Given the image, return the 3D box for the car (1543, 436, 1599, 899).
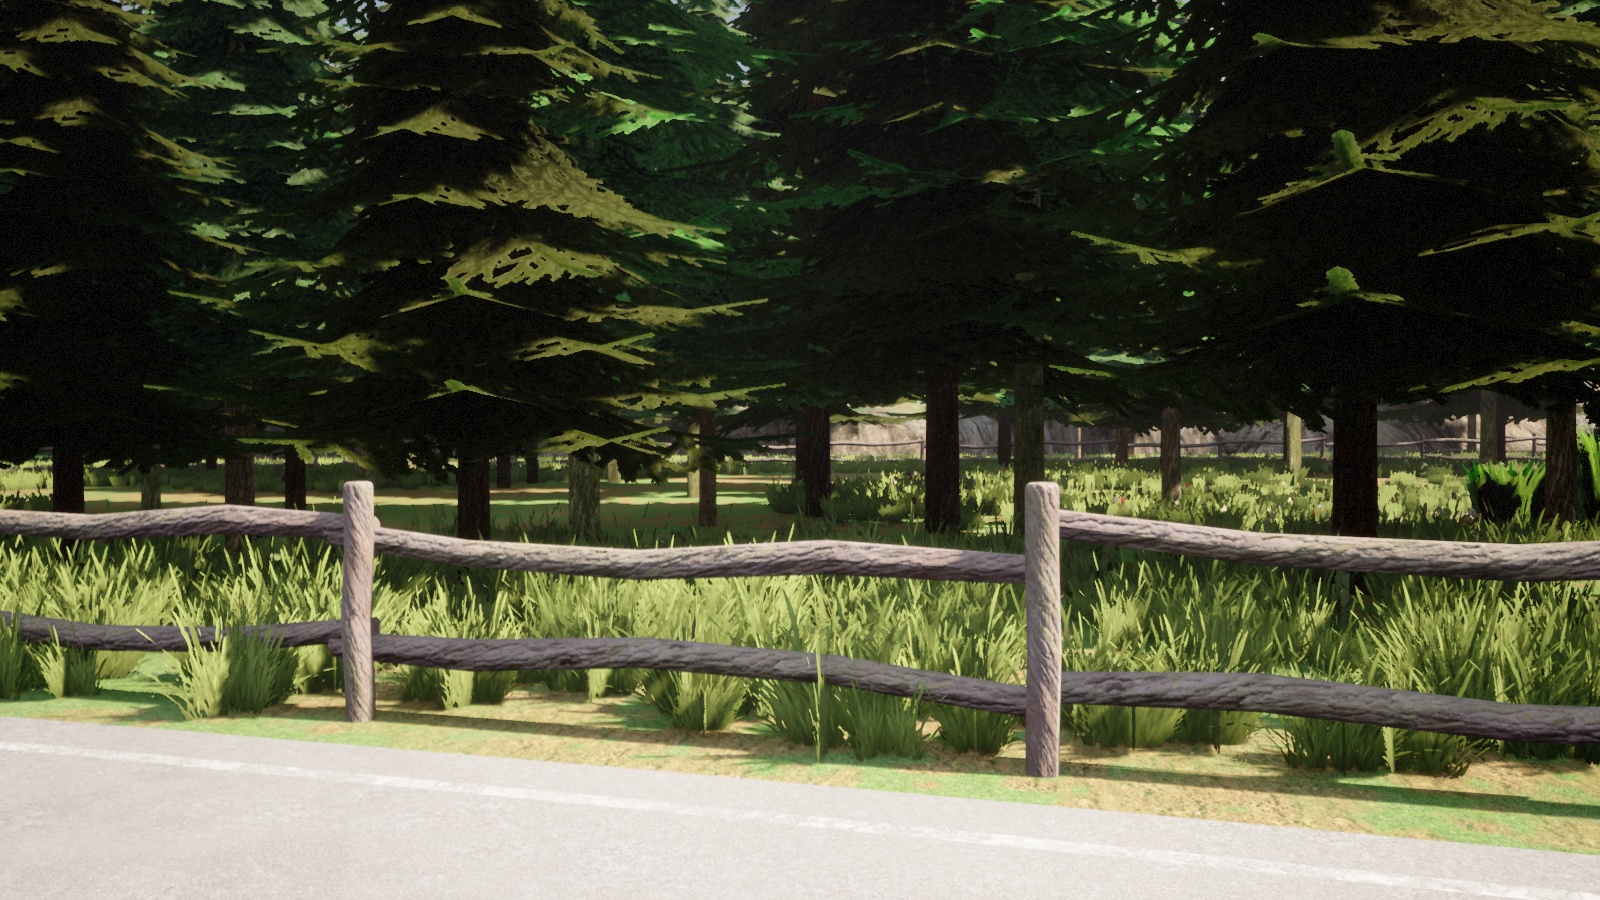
[{"bbox_3d":[3.911,0.756,1.864,4.514,1.525,2.007,0,1,19],"label":"car"}]
